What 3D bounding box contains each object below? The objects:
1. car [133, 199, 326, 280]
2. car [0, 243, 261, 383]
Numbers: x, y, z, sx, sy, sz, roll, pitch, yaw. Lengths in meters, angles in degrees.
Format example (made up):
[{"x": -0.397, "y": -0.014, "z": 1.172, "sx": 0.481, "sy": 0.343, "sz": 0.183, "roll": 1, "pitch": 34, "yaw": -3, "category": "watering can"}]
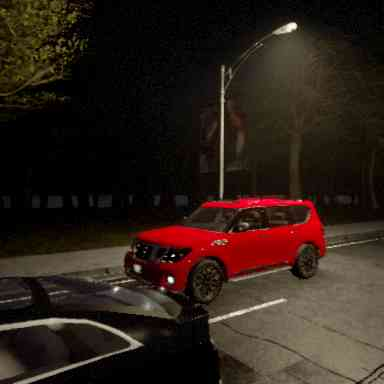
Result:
[{"x": 1.117, "y": 1.222, "z": 8.478, "sx": 5.566, "sy": 2.045, "sz": 2.150, "roll": 0, "pitch": 0, "yaw": -36, "category": "car"}, {"x": -2.005, "y": 1.492, "z": 2.254, "sx": 4.902, "sy": 1.511, "sz": 2.128, "roll": 0, "pitch": 0, "yaw": -36, "category": "car"}]
